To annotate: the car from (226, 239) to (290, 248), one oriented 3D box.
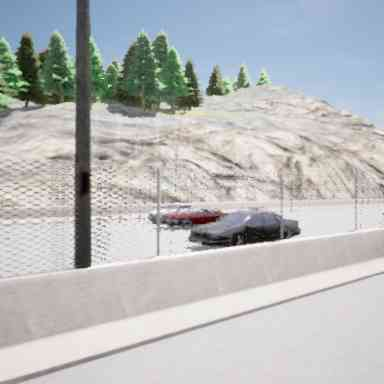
[{"bbox_3d":[2.460,1.550,14.343,5.357,1.411,2.033,0,0,-35],"label":"car"}]
